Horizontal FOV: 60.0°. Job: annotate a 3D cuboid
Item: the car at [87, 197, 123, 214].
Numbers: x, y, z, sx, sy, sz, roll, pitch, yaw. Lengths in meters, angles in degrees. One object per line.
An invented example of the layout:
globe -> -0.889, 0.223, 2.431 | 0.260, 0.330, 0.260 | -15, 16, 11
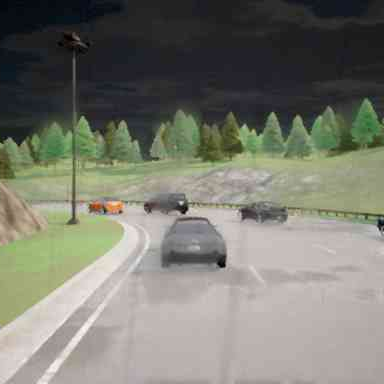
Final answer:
car -> -8.995, 1.275, 34.232 | 2.097, 1.767, 4.553 | -1, 0, -41

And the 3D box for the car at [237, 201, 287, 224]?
car -> 4.995, 1.452, 24.204 | 1.837, 1.490, 4.892 | 2, -1, -18

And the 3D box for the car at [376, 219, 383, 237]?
car -> 10.384, 1.569, 14.709 | 1.895, 1.301, 4.718 | 0, 0, -4

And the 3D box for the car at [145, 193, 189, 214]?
car -> -2.520, 1.151, 32.189 | 2.150, 2.045, 5.566 | 1, -1, -35

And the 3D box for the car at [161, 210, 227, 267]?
car -> -0.017, 1.539, 11.307 | 1.994, 1.385, 4.181 | 0, 0, -2
